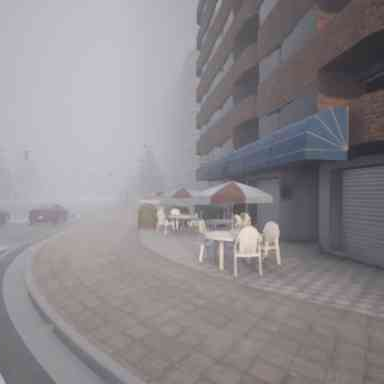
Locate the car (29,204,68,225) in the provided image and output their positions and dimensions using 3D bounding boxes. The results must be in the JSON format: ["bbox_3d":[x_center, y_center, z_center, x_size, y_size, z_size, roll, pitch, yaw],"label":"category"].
[{"bbox_3d":[-10.778,1.609,25.261,1.882,1.535,5.008,0,0,-9],"label":"car"}]

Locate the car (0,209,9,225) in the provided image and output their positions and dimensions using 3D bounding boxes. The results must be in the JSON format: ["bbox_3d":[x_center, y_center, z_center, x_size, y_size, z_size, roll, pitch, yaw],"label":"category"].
[{"bbox_3d":[-13.765,1.580,21.978,2.128,1.511,4.902,0,0,-10],"label":"car"}]
